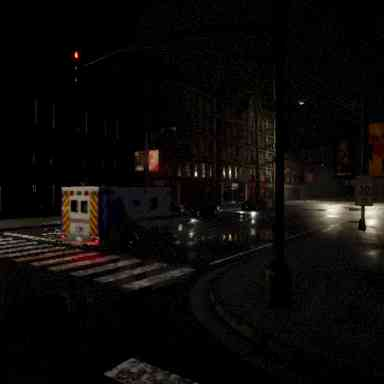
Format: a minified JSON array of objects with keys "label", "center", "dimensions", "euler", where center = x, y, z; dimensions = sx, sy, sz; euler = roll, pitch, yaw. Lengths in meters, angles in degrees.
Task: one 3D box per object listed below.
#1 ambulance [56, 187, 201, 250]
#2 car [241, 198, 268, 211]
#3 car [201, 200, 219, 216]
[{"label":"ambulance","center":[-2.474,1.035,14.571],"dimensions":[2.351,2.431,6.366],"euler":[0,0,35]},{"label":"car","center":[7.614,1.473,40.199],"dimensions":[1.837,1.490,4.892],"euler":[0,1,35]},{"label":"car","center":[0.657,1.482,30.406],"dimensions":[1.837,1.490,4.892],"euler":[0,0,35]}]
